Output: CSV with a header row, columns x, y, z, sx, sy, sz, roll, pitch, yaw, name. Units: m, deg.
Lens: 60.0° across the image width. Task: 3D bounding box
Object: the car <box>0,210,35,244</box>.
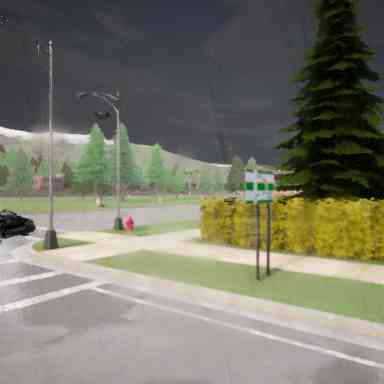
x,y,z,sx,sy,sz,roll,pitch,yaw,name
-8.902,1.485,15.131,1.994,1.385,4.181,0,0,-1,car
